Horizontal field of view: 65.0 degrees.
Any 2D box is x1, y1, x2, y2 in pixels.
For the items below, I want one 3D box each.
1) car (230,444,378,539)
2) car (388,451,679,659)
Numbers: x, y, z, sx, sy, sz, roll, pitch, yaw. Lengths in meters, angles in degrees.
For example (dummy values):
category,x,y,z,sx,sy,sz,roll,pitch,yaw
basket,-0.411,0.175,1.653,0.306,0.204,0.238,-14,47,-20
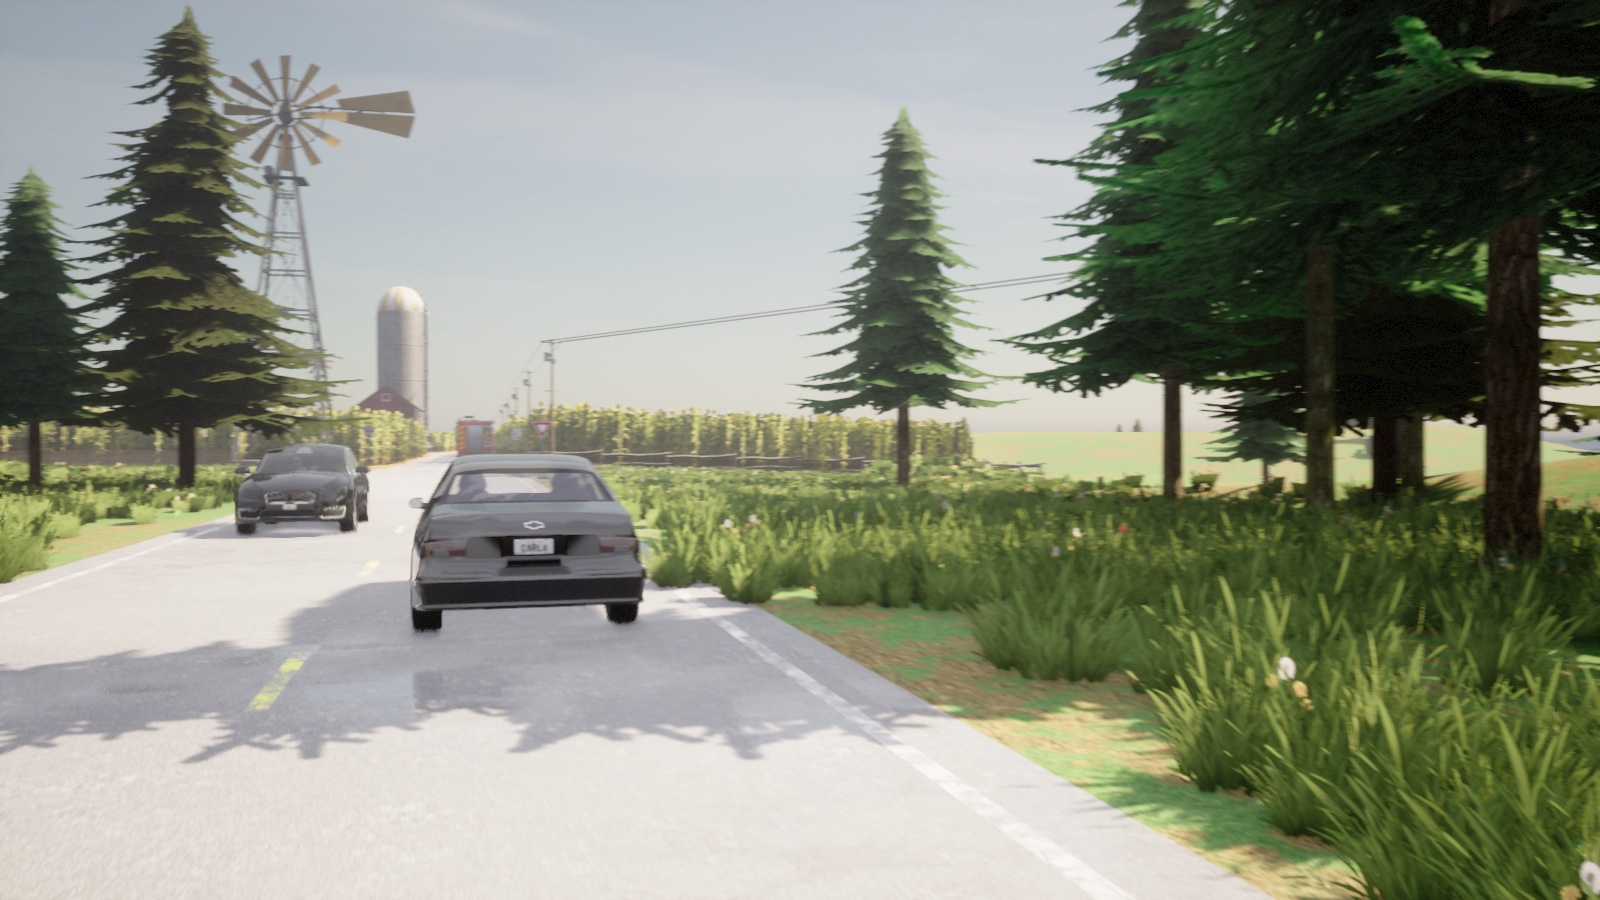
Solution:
category,x,y,z,sx,sy,sz,roll,pitch,yaw
car,-8.607,0.638,22.164,1.837,1.490,4.892,0,0,-15
car,-2.551,0.732,11.567,2.033,1.411,5.357,0,0,-15
